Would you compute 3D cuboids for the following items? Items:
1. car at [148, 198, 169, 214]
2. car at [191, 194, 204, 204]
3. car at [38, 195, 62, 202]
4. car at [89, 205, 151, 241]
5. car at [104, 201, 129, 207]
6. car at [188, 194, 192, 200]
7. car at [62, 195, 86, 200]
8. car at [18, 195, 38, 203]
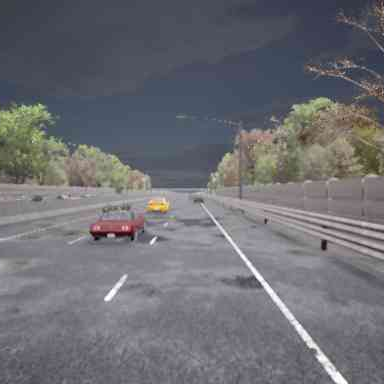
[{"bbox_3d":[-3.404,1.375,34.419,1.882,1.535,5.008,0,0,0],"label":"car"},{"bbox_3d":[1.214,1.344,60.692,1.837,1.490,4.892,0,0,0],"label":"car"},{"bbox_3d":[-21.066,1.359,50.701,1.837,1.490,4.892,0,0,0],"label":"car"},{"bbox_3d":[-3.402,1.549,16.253,1.895,1.301,4.718,0,0,0],"label":"car"},{"bbox_3d":[-6.904,1.507,31.291,1.895,1.301,4.718,0,0,0],"label":"car"},{"bbox_3d":[-0.013,1.167,80.205,2.033,1.411,5.357,0,0,0],"label":"car"},{"bbox_3d":[-17.569,1.207,51.031,2.097,1.767,4.553,0,0,0],"label":"car"},{"bbox_3d":[-24.563,1.208,50.688,2.097,1.767,4.553,0,0,0],"label":"car"}]
